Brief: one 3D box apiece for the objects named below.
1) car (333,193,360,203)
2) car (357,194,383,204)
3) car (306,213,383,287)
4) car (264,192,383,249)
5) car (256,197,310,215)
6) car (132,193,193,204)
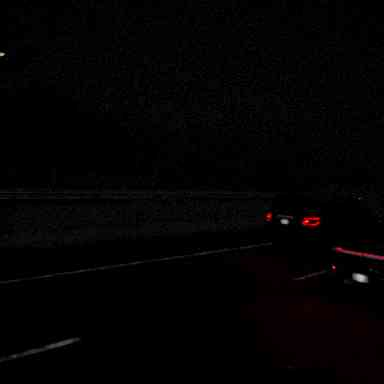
[{"bbox_3d":[26.239,0.978,56.306,4.902,1.511,2.128,1,1,-38],"label":"car"},{"bbox_3d":[28.902,1.082,53.957,5.008,1.535,1.882,1,2,-38],"label":"car"},{"bbox_3d":[5.078,1.423,7.805,4.902,1.511,2.128,0,2,-39],"label":"car"},{"bbox_3d":[5.032,1.047,12.245,5.566,2.045,2.150,0,2,-39],"label":"car"},{"bbox_3d":[7.643,1.139,27.844,4.718,1.301,1.895,1,2,-39],"label":"car"},{"bbox_3d":[-2.121,0.846,24.561,4.902,1.511,2.128,1,2,-39],"label":"car"}]
